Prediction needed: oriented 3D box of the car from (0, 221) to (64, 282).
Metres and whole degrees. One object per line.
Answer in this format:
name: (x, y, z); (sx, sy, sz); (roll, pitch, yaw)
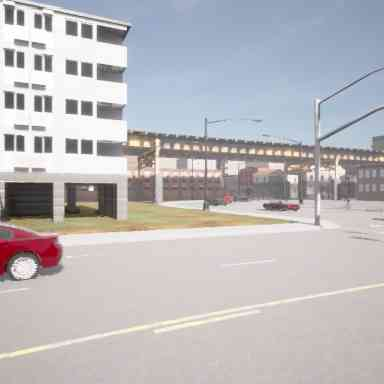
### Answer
car: (-5.912, 1.477, 8.372); (5.008, 1.535, 1.882); (0, 0, -31)

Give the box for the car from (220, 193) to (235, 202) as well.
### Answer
car: (6.648, 1.221, 65.723); (2.150, 2.045, 5.566); (0, 0, 11)

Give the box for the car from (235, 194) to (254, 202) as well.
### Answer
car: (11.230, 1.525, 75.429); (2.128, 1.511, 4.902); (0, 0, 41)

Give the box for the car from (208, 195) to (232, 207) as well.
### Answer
car: (4.058, 1.563, 52.405); (1.994, 1.385, 4.181); (0, 0, -20)

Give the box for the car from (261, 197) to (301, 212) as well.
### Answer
car: (10.322, 1.600, 38.494); (1.895, 1.301, 4.718); (0, 0, -25)

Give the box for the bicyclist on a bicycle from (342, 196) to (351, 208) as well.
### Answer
bicyclist on a bicycle: (20.163, 1.303, 43.359); (1.656, 1.620, 0.582); (0, 0, -25)
